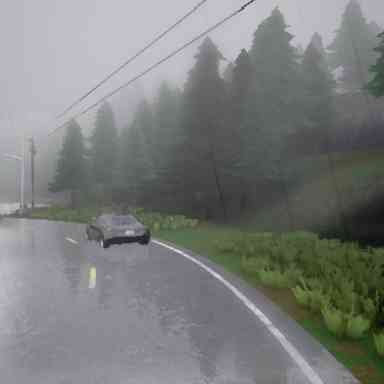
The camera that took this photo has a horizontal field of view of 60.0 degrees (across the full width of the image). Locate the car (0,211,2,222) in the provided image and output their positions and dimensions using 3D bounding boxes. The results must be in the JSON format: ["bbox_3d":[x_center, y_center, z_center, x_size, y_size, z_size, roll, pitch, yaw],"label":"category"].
[{"bbox_3d":[-15.316,1.323,22.487,5.566,2.045,2.150,0,0,29],"label":"car"}]

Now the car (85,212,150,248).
[{"bbox_3d":[-3.426,1.569,14.928,1.994,1.385,4.181,0,0,-29],"label":"car"}]
